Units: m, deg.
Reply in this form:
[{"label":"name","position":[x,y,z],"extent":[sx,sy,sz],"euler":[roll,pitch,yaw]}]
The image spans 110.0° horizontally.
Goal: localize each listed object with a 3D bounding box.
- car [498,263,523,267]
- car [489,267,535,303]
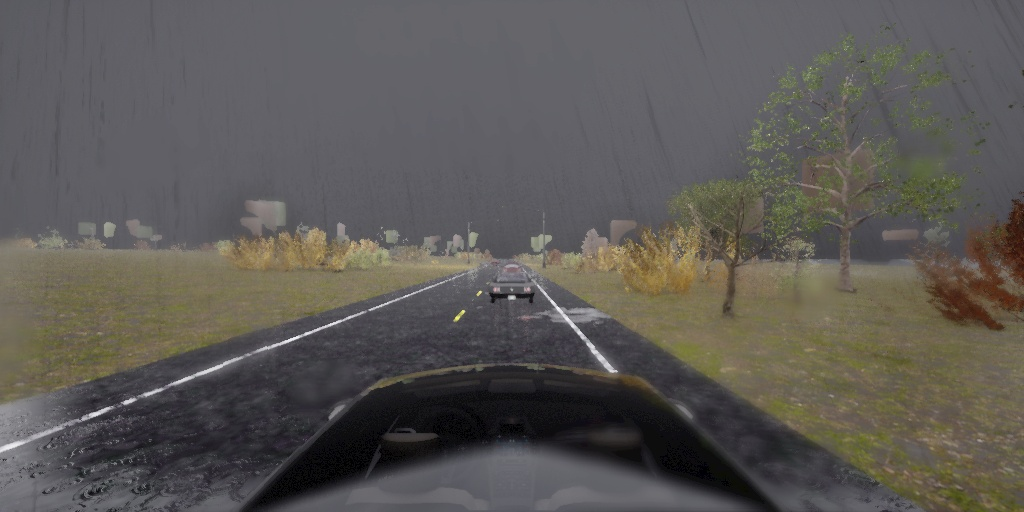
[{"label":"car","position":[0.000,1.293,31.501],"extent":[1.812,1.442,4.674],"euler":[0,0,0]},{"label":"car","position":[0.000,1.368,16.531],"extent":[1.895,1.301,4.718],"euler":[0,0,0]}]
